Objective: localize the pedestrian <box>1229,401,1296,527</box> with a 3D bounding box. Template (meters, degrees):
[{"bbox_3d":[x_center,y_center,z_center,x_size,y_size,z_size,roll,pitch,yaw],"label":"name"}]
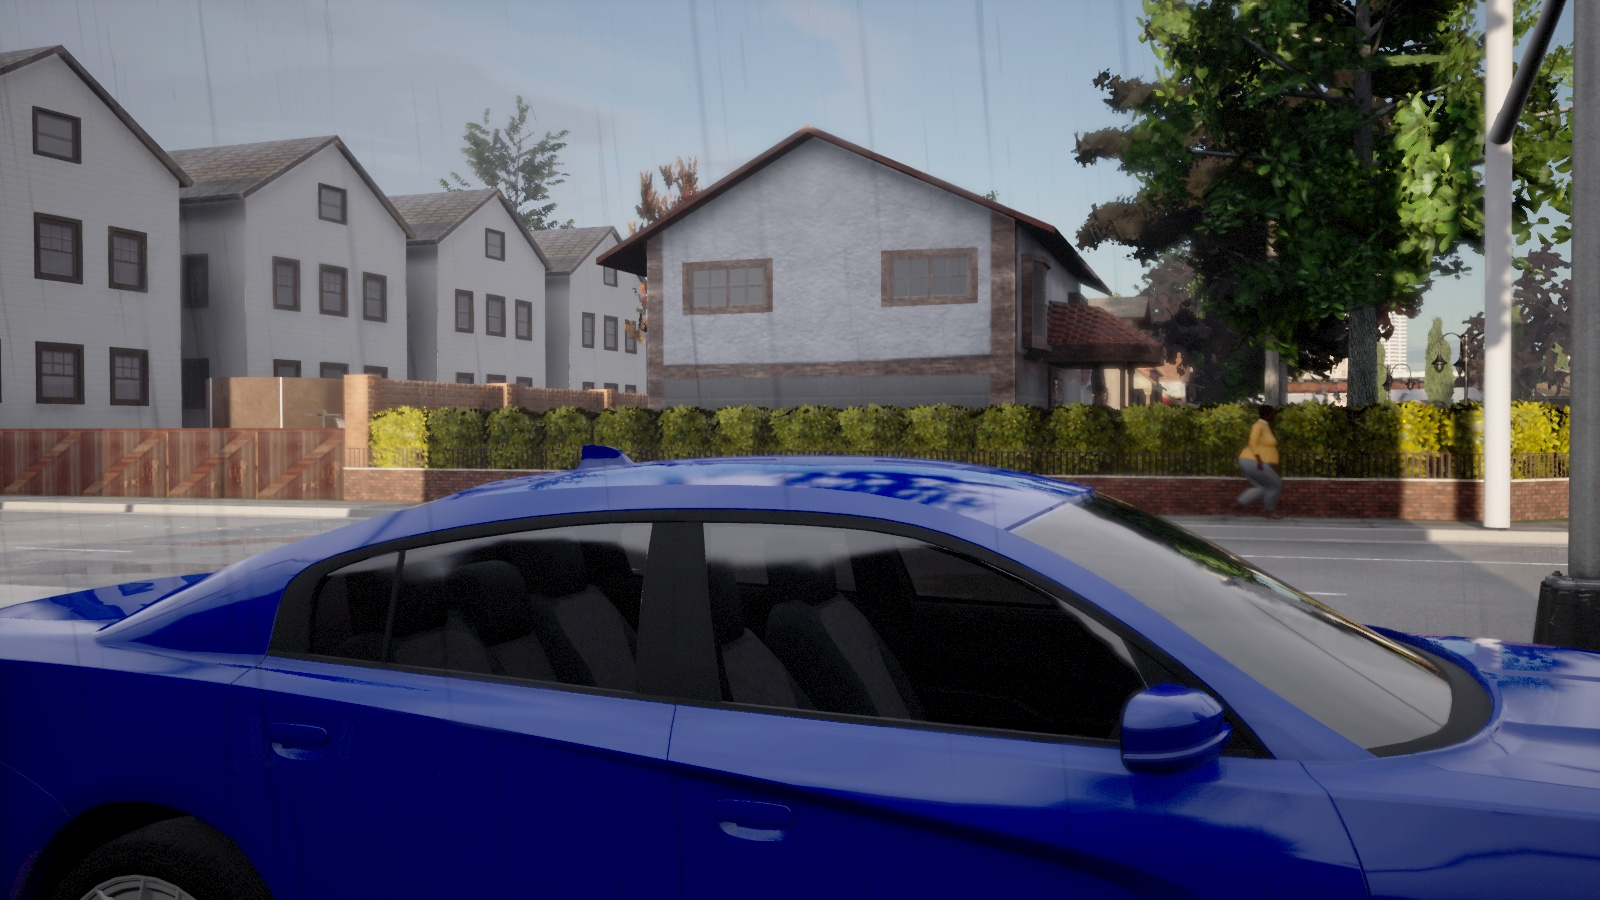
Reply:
[{"bbox_3d":[6.996,0.199,19.037,0.900,1.855,0.874,1,1,18],"label":"pedestrian"}]

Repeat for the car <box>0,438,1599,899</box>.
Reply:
[{"bbox_3d":[0.253,0.755,3.108,5.008,1.535,1.882,1,1,19],"label":"car"}]
